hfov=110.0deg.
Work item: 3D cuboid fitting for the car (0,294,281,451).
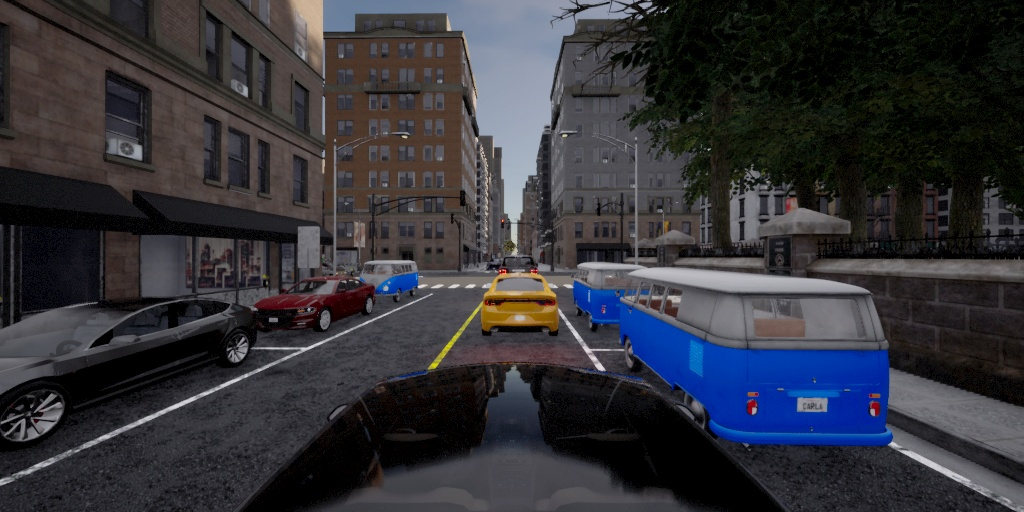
[{"bbox_3d":[-5.807,1.315,5.209,1.948,1.339,4.313,0,0,1],"label":"car"}]

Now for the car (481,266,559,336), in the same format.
[{"bbox_3d":[0.227,1.226,10.453,1.882,1.535,5.008,0,0,1],"label":"car"}]

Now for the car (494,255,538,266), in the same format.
[{"bbox_3d":[0.334,0.965,20.409,2.150,2.045,5.566,0,0,0],"label":"car"}]

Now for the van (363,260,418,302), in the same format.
[{"bbox_3d":[-5.579,1.087,16.527,1.690,1.789,3.998,0,0,1],"label":"van"}]

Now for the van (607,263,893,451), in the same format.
[{"bbox_3d":[2.716,1.090,5.049,1.690,1.789,3.998,0,0,1],"label":"van"}]

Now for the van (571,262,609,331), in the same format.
[{"bbox_3d":[2.831,1.089,10.705,1.690,1.789,3.998,0,0,1],"label":"van"}]

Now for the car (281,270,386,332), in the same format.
[{"bbox_3d":[-5.693,1.293,10.868,1.888,1.381,4.507,0,0,1],"label":"car"}]

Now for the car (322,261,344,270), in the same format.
[{"bbox_3d":[-16.197,1.279,28.657,5.357,1.411,2.033,0,0,1],"label":"car"}]

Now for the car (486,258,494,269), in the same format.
[{"bbox_3d":[-2.295,1.085,49.659,2.097,1.767,4.553,0,0,2],"label":"car"}]

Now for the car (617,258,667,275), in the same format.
[{"bbox_3d":[13.863,1.093,38.411,4.553,1.767,2.097,0,0,0],"label":"car"}]
